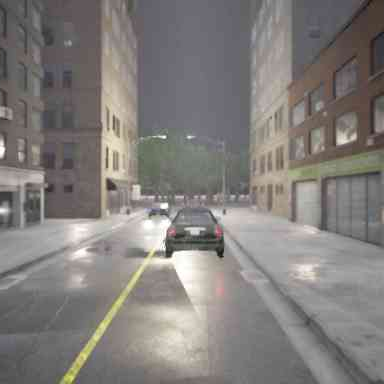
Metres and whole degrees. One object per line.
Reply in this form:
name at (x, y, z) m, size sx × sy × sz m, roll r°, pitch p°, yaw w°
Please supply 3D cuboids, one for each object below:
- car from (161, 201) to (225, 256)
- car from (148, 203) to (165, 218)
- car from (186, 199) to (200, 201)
car at (0.102, 1.403, 13.447) m, size 2.097 × 1.767 × 4.553 m, roll 0°, pitch 0°, yaw 0°
car at (-2.997, 1.720, 31.584) m, size 1.895 × 1.301 × 4.718 m, roll 0°, pitch 0°, yaw 0°
car at (0.102, 1.468, 31.033) m, size 2.097 × 1.767 × 4.553 m, roll 0°, pitch 0°, yaw 0°
